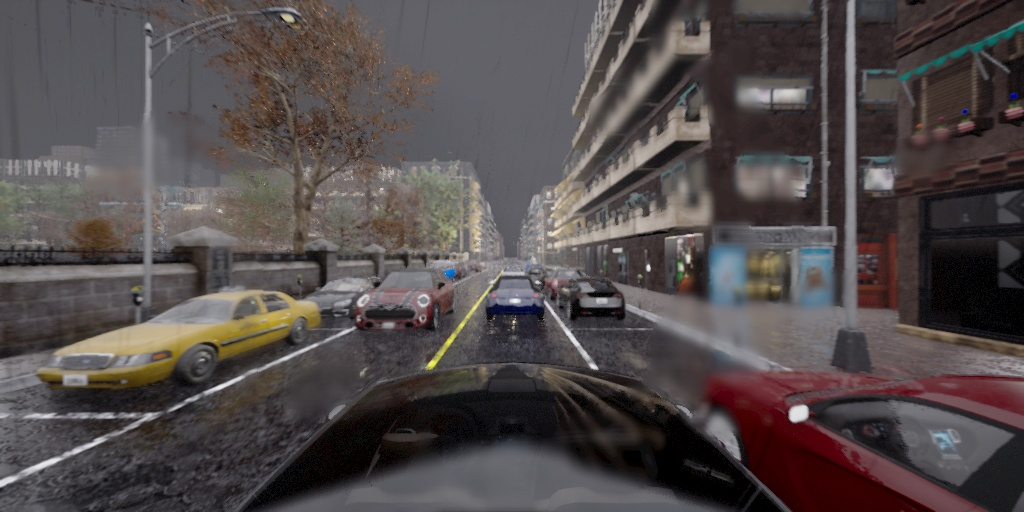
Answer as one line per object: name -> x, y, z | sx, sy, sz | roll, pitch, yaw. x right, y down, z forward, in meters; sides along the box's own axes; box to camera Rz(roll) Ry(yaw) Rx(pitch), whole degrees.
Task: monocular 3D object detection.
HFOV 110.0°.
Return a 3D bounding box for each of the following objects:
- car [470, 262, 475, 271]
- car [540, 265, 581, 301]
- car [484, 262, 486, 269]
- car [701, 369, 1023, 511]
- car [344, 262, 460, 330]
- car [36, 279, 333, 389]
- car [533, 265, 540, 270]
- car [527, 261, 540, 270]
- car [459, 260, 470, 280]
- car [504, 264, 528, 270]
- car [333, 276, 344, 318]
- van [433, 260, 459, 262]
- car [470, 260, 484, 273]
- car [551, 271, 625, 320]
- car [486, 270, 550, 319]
car -> -5.690, 1.583, 40.464 | 2.007, 1.370, 4.403 | 0, 0, 0
car -> 2.691, 1.310, 18.325 | 1.967, 1.591, 4.097 | 0, 0, 0
car -> -5.690, 1.723, 57.069 | 1.948, 1.339, 4.313 | 0, 0, 0
car -> 2.691, 1.295, 1.720 | 1.888, 1.381, 4.507 | 0, 0, 0
car -> -3.100, 1.171, 11.271 | 2.097, 1.767, 4.553 | 0, 0, 0
car -> -5.689, 1.315, 7.084 | 1.751, 1.417, 4.829 | 0, 0, 0
car -> 2.690, 1.476, 23.860 | 1.948, 1.339, 4.313 | 0, 0, 0
car -> 2.690, 1.598, 40.465 | 1.948, 1.339, 4.313 | 0, 0, 0
car -> -5.690, 1.306, 34.929 | 2.192, 1.841, 5.009 | 0, 0, 0
car -> 0.103, 1.560, 30.493 | 1.895, 1.301, 4.718 | 0, 0, 0
car -> -5.690, 1.380, 12.789 | 2.007, 1.370, 4.403 | 0, 0, 0
van -> -5.690, 1.292, 29.393 | 1.690, 1.789, 3.998 | 0, 0, 0
car -> -5.691, 1.430, 51.534 | 2.192, 1.841, 5.009 | 0, 0, 0
car -> 2.691, 1.395, 12.790 | 1.948, 1.339, 4.313 | 0, 0, 0
car -> 0.101, 1.396, 13.251 | 1.994, 1.385, 4.181 | 0, 0, 0
